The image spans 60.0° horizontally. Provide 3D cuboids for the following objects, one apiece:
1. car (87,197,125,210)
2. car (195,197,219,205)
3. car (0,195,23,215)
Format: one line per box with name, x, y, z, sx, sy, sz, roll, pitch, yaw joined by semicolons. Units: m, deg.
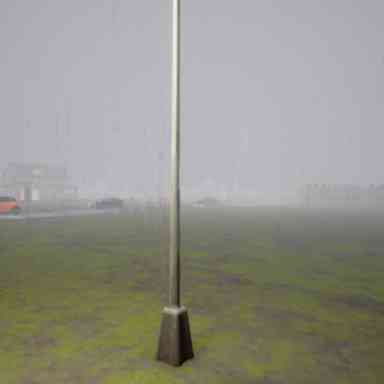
car;-10.310;1.381;40.005;2.128;1.511;4.902;1;0;36
car;2.645;1.544;57.744;2.033;1.411;5.357;1;0;36
car;-17.772;1.192;29.695;2.097;1.767;4.553;1;0;36
